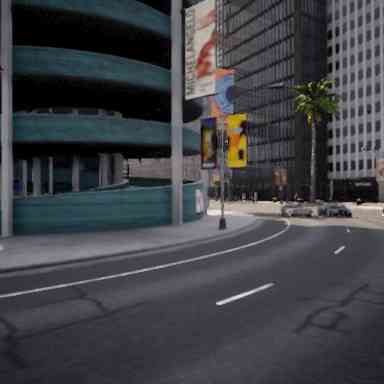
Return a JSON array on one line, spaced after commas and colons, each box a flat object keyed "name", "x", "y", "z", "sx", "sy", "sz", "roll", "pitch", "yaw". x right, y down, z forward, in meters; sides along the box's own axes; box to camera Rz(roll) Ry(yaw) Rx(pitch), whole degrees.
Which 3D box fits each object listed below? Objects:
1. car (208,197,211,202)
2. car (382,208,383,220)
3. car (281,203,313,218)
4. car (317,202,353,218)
[{"name": "car", "x": 2.653, "y": 1.778, "z": 79.623, "sx": 2.231, "sy": 1.521, "sz": 4.892, "roll": 0, "pitch": 0, "yaw": -33}, {"name": "car", "x": 16.169, "y": 1.504, "z": 25.321, "sx": 1.882, "sy": 1.535, "sz": 5.008, "roll": 0, "pitch": 0, "yaw": 12}, {"name": "car", "x": 9.796, "y": 1.679, "z": 31.281, "sx": 1.895, "sy": 1.301, "sz": 4.718, "roll": 0, "pitch": 0, "yaw": 2}, {"name": "car", "x": 13.130, "y": 1.625, "z": 30.747, "sx": 1.994, "sy": 1.385, "sz": 4.181, "roll": 0, "pitch": 0, "yaw": 2}]
